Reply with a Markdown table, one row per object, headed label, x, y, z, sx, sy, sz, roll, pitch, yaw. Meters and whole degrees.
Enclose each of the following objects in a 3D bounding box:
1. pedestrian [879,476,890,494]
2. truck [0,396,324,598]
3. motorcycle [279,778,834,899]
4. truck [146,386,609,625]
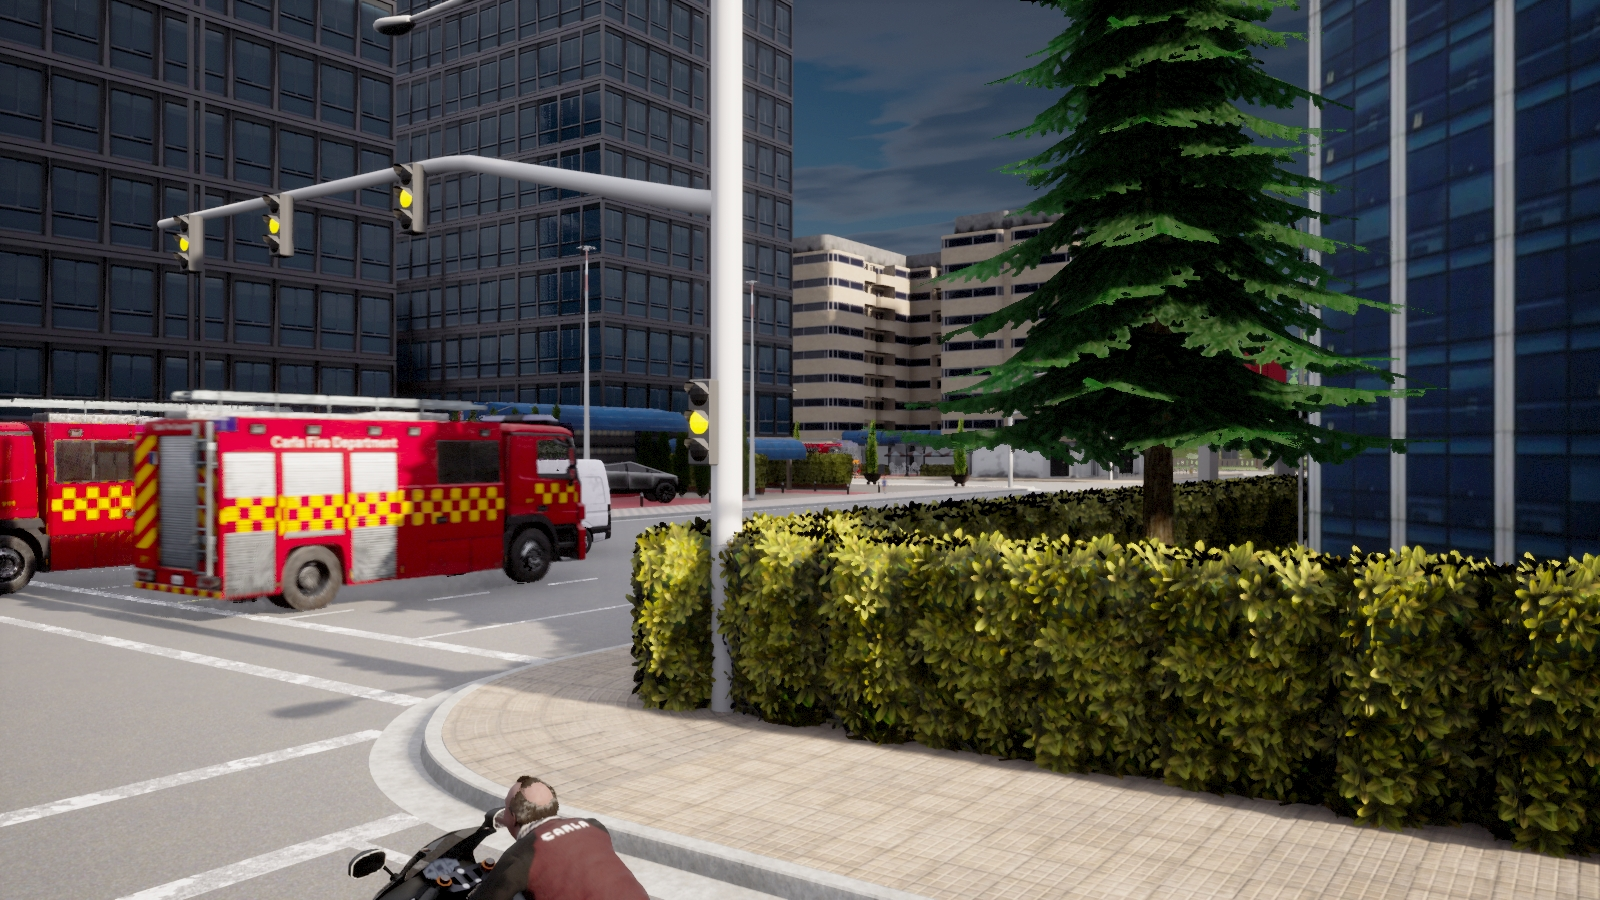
| label | x | y | z | sx | sy | sz | roll | pitch | yaw |
| --- | --- | --- | --- | --- | --- | --- | --- | --- | --- |
| pedestrian | 5.026 | 2.074 | 67.854 | 0.500 | 1.100 | 0.500 | 0 | 0 | 33 |
| truck | -14.959 | 0.889 | 24.598 | 2.891 | 3.827 | 8.468 | 0 | 0 | 34 |
| motorcycle | -1.027 | 2.205 | 4.504 | 2.209 | 1.251 | 0.867 | 0 | 0 | 35 |
| truck | -7.825 | 0.889 | 22.613 | 2.891 | 3.827 | 8.468 | 0 | 0 | 34 |
